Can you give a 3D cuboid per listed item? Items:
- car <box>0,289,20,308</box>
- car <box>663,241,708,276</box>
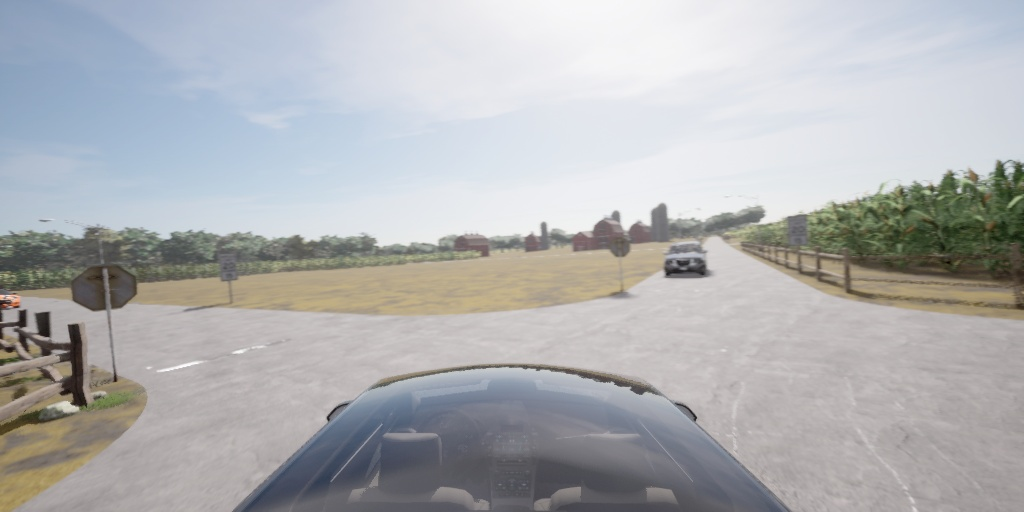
[{"bbox_3d":[-41.799,3.459,28.917,4.553,1.767,2.097,-3,2,30],"label":"car"},{"bbox_3d":[10.710,0.171,22.058,2.150,2.045,5.566,-3,2,30],"label":"car"}]
